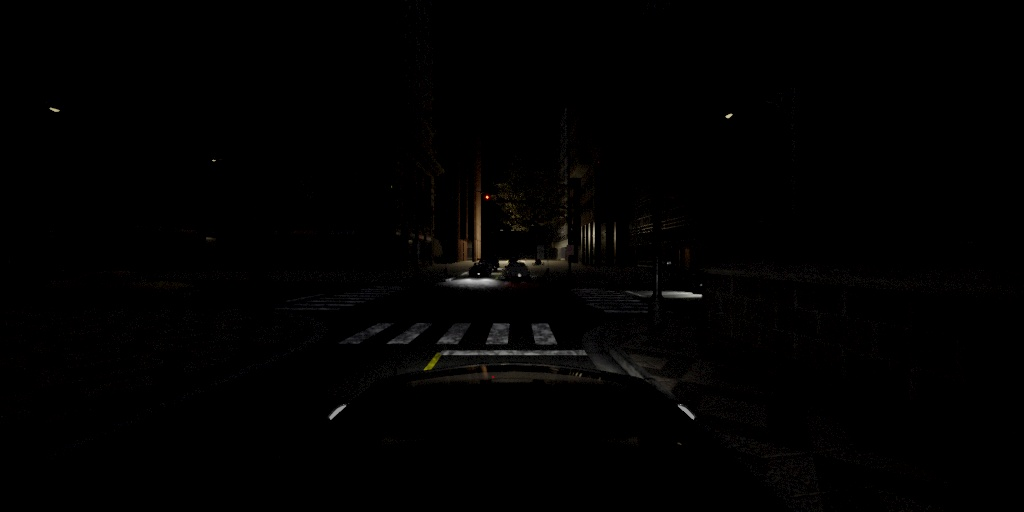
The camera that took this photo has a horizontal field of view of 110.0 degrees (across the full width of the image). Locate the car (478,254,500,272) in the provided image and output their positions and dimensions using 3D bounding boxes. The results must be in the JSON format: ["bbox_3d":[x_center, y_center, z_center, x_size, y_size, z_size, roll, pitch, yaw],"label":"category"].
[{"bbox_3d":[-2.930,0.830,44.177,2.150,2.045,5.566,0,0,-1],"label":"car"}]

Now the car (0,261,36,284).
[{"bbox_3d":[-31.844,0.973,22.498,4.507,1.381,1.888,0,0,1],"label":"car"}]

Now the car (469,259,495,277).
[{"bbox_3d":[-2.968,1.274,34.364,1.895,1.301,4.718,0,0,0],"label":"car"}]

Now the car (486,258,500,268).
[{"bbox_3d":[-2.872,1.058,54.340,1.812,1.442,4.674,0,0,0],"label":"car"}]

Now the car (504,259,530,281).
[{"bbox_3d":[0.410,1.227,29.492,1.812,1.442,4.674,0,0,-4],"label":"car"}]

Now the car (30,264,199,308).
[{"bbox_3d":[-14.892,1.146,13.804,4.829,1.417,1.751,0,0,1],"label":"car"}]

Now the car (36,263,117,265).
[{"bbox_3d":[-26.227,1.064,22.443,4.313,1.339,1.948,0,0,1],"label":"car"}]

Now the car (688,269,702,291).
[{"bbox_3d":[12.232,1.395,19.397,4.181,1.385,1.994,0,0,1],"label":"car"}]

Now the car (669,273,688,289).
[{"bbox_3d":[12.006,1.381,22.062,4.403,1.370,2.007,0,0,1],"label":"car"}]
